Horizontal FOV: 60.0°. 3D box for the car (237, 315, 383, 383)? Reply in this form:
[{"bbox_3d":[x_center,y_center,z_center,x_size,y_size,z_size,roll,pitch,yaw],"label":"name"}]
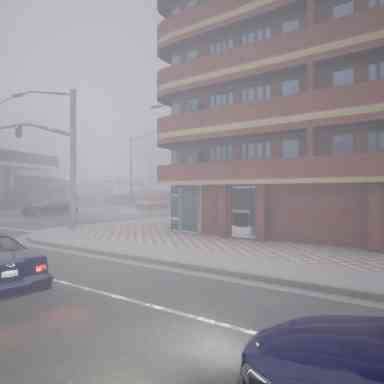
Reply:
[{"bbox_3d":[2.549,1.536,2.175,4.674,1.442,1.812,0,0,35],"label":"car"}]

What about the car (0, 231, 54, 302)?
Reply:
[{"bbox_3d":[-5.304,1.546,7.671,5.357,1.411,2.033,0,0,38],"label":"car"}]

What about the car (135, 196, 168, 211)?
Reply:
[{"bbox_3d":[-5.002,1.387,41.765,2.097,1.767,4.553,0,0,34],"label":"car"}]

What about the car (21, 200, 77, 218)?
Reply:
[{"bbox_3d":[-12.886,1.483,30.159,1.882,1.535,5.008,0,0,34],"label":"car"}]
